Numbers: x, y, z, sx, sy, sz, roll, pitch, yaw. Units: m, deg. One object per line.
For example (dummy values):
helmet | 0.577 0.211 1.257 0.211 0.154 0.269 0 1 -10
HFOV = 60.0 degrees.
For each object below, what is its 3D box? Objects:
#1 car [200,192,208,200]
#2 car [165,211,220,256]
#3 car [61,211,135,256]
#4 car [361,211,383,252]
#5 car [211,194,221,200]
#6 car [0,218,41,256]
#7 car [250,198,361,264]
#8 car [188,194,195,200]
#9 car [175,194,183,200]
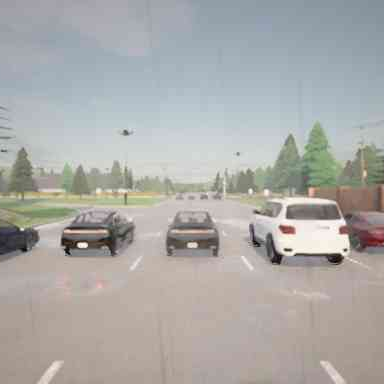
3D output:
car | 3.440 1.434 91.845 1.837 1.490 4.892 0 0 0
car | 0.037 1.484 13.035 2.128 1.511 4.902 0 0 1
car | -3.463 1.484 13.030 2.128 1.511 4.902 0 0 1
car | 7.042 1.517 13.712 1.812 1.442 4.674 0 0 0
car | 6.940 1.442 90.982 1.837 1.490 4.892 0 0 0
car | -6.986 1.541 10.850 2.033 1.411 5.357 0 0 0
car | 3.525 1.216 11.914 2.150 2.045 5.566 0 0 1
car | -0.060 1.482 91.379 2.033 1.411 5.357 0 0 0
car | -3.560 1.470 91.029 2.033 1.411 5.357 0 0 0
